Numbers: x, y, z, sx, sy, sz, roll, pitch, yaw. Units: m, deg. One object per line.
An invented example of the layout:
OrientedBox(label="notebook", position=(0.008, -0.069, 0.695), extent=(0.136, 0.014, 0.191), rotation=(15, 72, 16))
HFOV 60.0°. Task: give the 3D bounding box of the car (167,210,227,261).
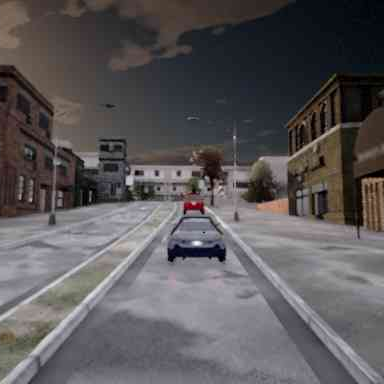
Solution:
OrientedBox(label="car", position=(0.161, 1.575, 12.411), extent=(1.994, 1.385, 4.181), rotation=(0, 0, 0))

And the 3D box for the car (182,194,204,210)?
OrientedBox(label="car", position=(0.152, 1.251, 35.522), extent=(2.150, 2.045, 5.566), rotation=(0, 0, -1))
